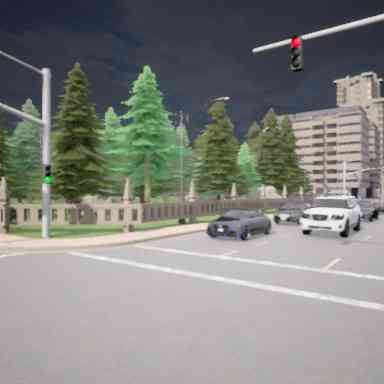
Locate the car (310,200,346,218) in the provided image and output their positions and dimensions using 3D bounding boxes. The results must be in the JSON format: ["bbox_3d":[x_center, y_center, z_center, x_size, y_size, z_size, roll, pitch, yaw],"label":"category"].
[{"bbox_3d":[13.121,1.549,31.856,2.033,1.411,5.357,0,0,36],"label":"car"}]

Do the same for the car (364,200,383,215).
[{"bbox_3d":[19.368,1.563,34.547,1.994,1.385,4.181,0,0,36],"label":"car"}]

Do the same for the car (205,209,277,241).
[{"bbox_3d":[2.461,1.567,16.954,1.994,1.385,4.181,0,0,36],"label":"car"}]

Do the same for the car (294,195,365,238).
[{"bbox_3d":[7.756,1.222,18.341,2.150,2.045,5.566,0,0,36],"label":"car"}]

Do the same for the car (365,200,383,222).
[{"bbox_3d":[13.531,1.491,26.413,2.128,1.511,4.902,0,0,36],"label":"car"}]

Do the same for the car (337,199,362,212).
[{"bbox_3d":[18.957,1.564,39.957,1.994,1.385,4.181,0,0,36],"label":"car"}]

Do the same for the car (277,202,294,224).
[{"bbox_3d":[7.434,1.493,23.907,2.128,1.511,4.902,0,0,36],"label":"car"}]
